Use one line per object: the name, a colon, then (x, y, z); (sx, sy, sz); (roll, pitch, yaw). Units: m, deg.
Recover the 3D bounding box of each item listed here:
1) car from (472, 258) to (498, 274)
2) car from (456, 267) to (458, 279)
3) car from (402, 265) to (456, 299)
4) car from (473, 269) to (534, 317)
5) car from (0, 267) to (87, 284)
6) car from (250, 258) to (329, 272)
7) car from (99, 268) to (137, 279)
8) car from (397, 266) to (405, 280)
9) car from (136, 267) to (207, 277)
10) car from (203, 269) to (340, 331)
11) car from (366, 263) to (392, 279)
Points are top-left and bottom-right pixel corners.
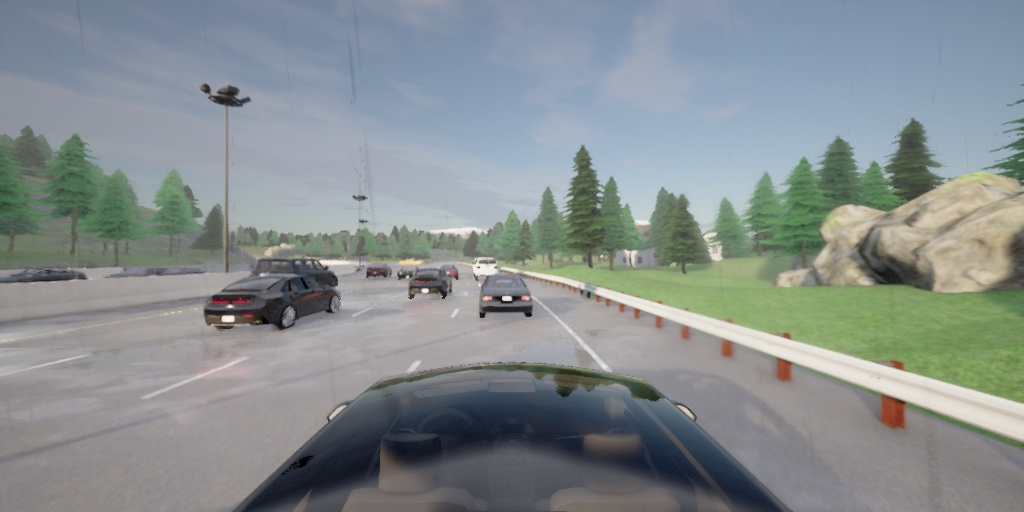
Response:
car: (-2.609, 1.200, 34.760); (2.150, 2.045, 5.566); (0, 0, -9)
car: (-6.403, 1.561, 36.085); (1.994, 1.385, 4.181); (0, 0, -9)
car: (-4.246, 1.382, 19.103); (1.837, 1.490, 4.892); (0, 0, -5)
car: (-0.311, 1.378, 13.588); (2.033, 1.411, 5.357); (0, 0, -4)
car: (-29.300, 1.452, 21.975); (2.128, 1.511, 4.902); (0, -1, -6)
car: (-11.227, 1.115, 18.852); (2.150, 2.045, 5.566); (0, 0, -5)
car: (-26.158, 1.524, 25.582); (2.033, 1.411, 5.357); (0, 0, -7)
car: (-9.583, 1.592, 34.026); (1.895, 1.301, 4.718); (0, 0, -9)
car: (-22.566, 1.525, 24.563); (1.994, 1.385, 4.181); (0, 0, -7)
car: (-7.227, 1.339, 11.426); (1.837, 1.490, 4.892); (0, 0, -2)
car: (-13.669, 1.500, 37.131); (1.882, 1.535, 5.008); (0, 0, -10)
